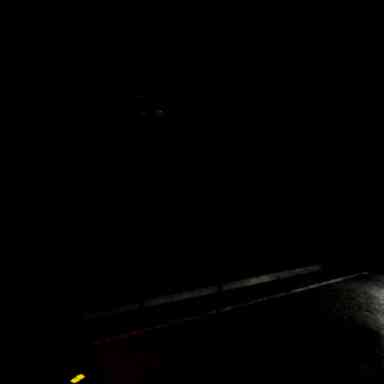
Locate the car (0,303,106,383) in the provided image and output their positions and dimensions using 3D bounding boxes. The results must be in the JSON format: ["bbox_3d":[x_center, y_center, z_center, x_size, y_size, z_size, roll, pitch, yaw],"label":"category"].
[{"bbox_3d":[-2.879,1.511,1.942,4.674,1.442,1.812,0,0,-36],"label":"car"}]
